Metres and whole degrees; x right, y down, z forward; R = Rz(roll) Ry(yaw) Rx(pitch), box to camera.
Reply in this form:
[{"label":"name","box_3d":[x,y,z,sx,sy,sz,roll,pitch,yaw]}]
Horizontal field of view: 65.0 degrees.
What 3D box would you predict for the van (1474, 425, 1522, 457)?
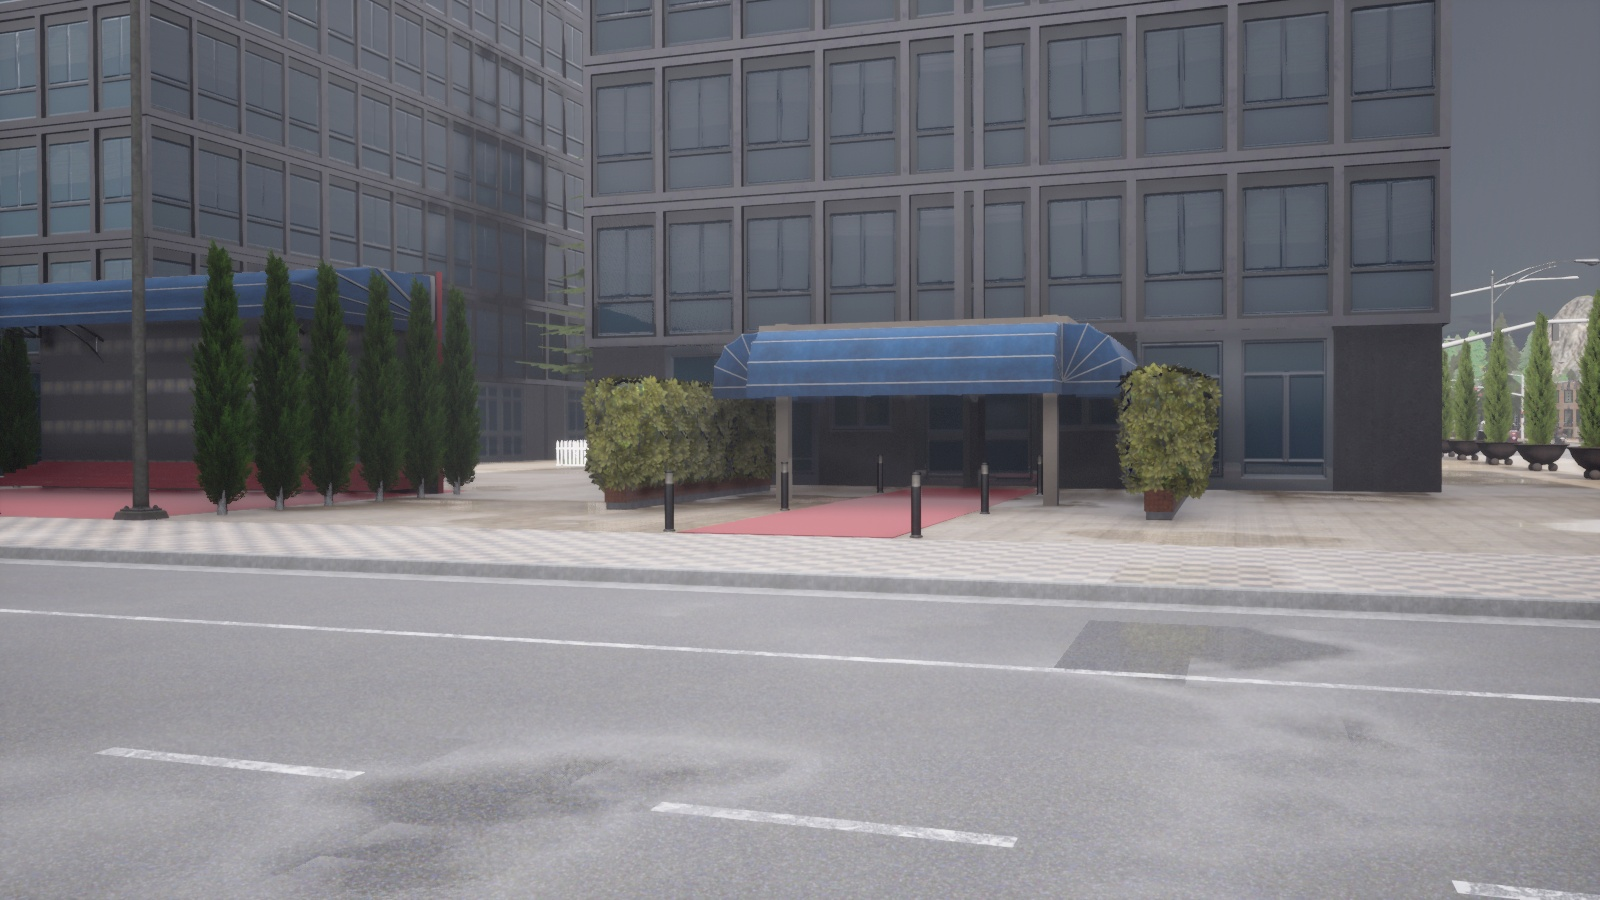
[{"label":"van","box_3d":[47.056,-0.636,84.694,2.069,2.038,4.480,1,2,19]}]
